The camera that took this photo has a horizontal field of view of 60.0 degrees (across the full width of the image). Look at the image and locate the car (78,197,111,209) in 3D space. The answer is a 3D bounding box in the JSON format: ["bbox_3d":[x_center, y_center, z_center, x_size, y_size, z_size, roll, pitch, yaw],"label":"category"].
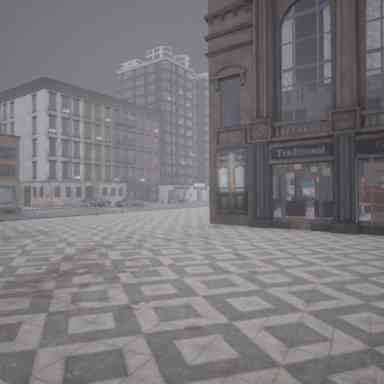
[{"bbox_3d":[-13.327,1.482,45.617,2.128,1.511,4.902,-1,0,36],"label":"car"}]

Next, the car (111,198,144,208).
[{"bbox_3d":[-8.723,1.519,46.455,1.994,1.385,4.181,-1,0,35],"label":"car"}]

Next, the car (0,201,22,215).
[{"bbox_3d":[-18.892,1.555,32.274,1.994,1.385,4.181,-1,0,36],"label":"car"}]

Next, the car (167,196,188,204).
[{"bbox_3d":[-2.592,1.506,60.440,1.837,1.490,4.892,-1,0,36],"label":"car"}]
